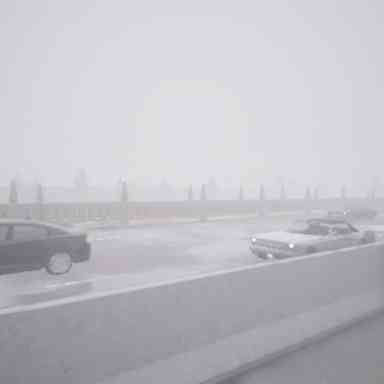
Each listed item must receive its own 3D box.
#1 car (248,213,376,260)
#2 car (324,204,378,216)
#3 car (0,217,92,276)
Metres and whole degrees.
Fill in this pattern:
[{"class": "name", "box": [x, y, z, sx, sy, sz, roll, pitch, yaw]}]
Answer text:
[{"class": "car", "box": [4.137, 1.601, 11.246, 4.718, 1.301, 1.895, 0, 0, -36]}, {"class": "car", "box": [12.246, 1.602, 25.631, 4.718, 1.301, 1.895, 0, 0, -35]}, {"class": "car", "box": [-5.252, 1.478, 8.846, 5.008, 1.535, 1.882, 0, 0, -36]}]
